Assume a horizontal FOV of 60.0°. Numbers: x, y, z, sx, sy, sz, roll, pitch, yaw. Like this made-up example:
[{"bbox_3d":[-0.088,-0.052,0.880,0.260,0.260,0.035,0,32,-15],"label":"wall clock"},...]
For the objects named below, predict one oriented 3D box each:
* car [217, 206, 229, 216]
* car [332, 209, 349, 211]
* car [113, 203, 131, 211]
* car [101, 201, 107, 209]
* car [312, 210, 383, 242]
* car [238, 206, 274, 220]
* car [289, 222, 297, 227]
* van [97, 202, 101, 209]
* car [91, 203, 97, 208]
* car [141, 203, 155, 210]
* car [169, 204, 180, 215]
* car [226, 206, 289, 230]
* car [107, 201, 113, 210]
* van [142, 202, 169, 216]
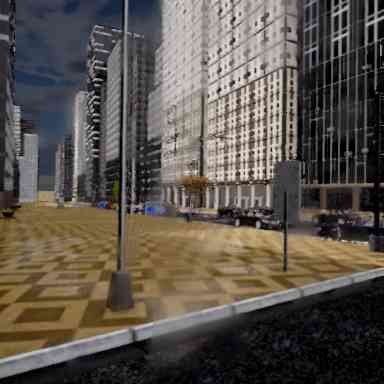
[{"bbox_3d":[4.952,2.508,43.950,1.947,1.339,4.313,0,-1,-26],"label":"car"},{"bbox_3d":[12.353,2.163,28.788,2.008,1.369,4.403,0,-1,-26],"label":"car"},{"bbox_3d":[-12.448,2.807,60.493,2.008,1.369,4.403,0,-1,-26],"label":"car"},{"bbox_3d":[-17.382,3.032,70.601,1.887,1.381,4.507,0,-1,-26],"label":"car"},{"bbox_3d":[8.675,1.793,15.260,5.357,1.411,2.033,1,-4,42],"label":"car"},{"bbox_3d":[7.419,2.397,38.896,1.947,1.339,4.313,0,-1,-26],"label":"car"},{"bbox_3d":[6.562,2.070,27.480,1.812,1.442,4.674,1,-2,-26],"label":"car"},{"bbox_3d":[-19.851,2.946,75.658,1.690,1.788,3.998,0,-1,-26],"label":"van"},{"bbox_3d":[-24.783,3.384,85.762,1.887,1.381,4.507,0,-1,-26],"label":"car"},{"bbox_3d":[-9.851,3.207,74.274,1.802,1.307,4.206,0,-1,-26],"label":"car"},{"bbox_3d":[-3.296,2.493,47.734,1.837,1.490,4.892,1,-2,-26],"label":"car"},{"bbox_3d":[4.823,2.026,25.114,2.008,1.369,4.403,0,-1,-26],"label":"car"},{"bbox_3d":[-14.841,2.893,65.395,1.752,1.417,4.829,0,-1,-26],"label":"car"},{"bbox_3d":[-5.048,2.257,45.335,1.690,1.788,3.998,0,-1,-26],"label":"van"}]
